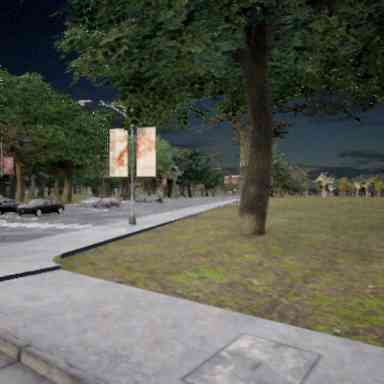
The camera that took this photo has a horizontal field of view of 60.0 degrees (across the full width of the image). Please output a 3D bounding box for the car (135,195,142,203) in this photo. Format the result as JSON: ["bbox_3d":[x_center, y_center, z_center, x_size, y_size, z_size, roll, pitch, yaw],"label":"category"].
[{"bbox_3d":[-9.472,1.277,64.535,2.097,1.767,4.553,0,0,12],"label":"car"}]

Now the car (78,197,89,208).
[{"bbox_3d":[-13.720,1.397,45.657,1.812,1.442,4.674,0,0,13],"label":"car"}]

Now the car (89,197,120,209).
[{"bbox_3d":[-10.949,1.401,43.166,1.812,1.442,4.674,0,0,13],"label":"car"}]

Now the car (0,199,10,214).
[{"bbox_3d":[-17.251,1.365,29.796,2.128,1.511,4.902,0,0,13],"label":"car"}]

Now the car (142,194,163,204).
[{"bbox_3d":[-6.925,1.235,61.096,2.097,1.767,4.553,0,0,13],"label":"car"}]

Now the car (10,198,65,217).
[{"bbox_3d":[-13.757,1.355,30.512,1.882,1.535,5.008,0,0,13],"label":"car"}]
